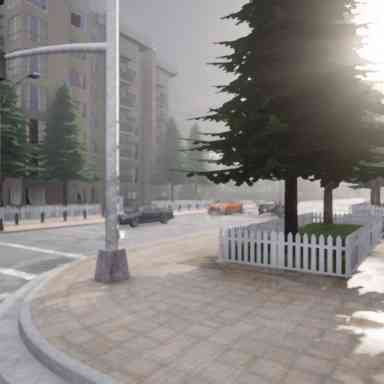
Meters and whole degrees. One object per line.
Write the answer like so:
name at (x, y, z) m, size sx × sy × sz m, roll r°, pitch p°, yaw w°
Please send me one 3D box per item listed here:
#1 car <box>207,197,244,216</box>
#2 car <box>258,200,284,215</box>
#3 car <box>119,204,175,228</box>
car at (3.313, 1.337, 32.564) m, size 2.097 × 1.767 × 4.553 m, roll 0°, pitch 0°, yaw 34°
car at (8.149, 1.517, 33.187) m, size 1.812 × 1.442 × 4.674 m, roll 0°, pitch 0°, yaw 34°
car at (-3.345, 1.533, 22.649) m, size 2.033 × 1.411 × 5.357 m, roll 0°, pitch 0°, yaw 34°
